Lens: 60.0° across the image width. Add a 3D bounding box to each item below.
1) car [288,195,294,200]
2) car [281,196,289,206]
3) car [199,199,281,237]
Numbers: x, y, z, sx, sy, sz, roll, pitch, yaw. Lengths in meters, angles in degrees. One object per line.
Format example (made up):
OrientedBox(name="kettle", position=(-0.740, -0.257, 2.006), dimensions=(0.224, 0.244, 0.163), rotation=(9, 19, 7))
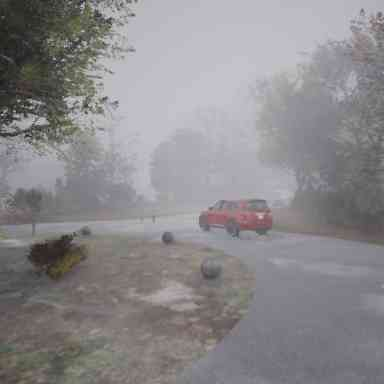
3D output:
OrientedBox(name="car", position=(25.668, 1.534, 86.023), dimensions=(1.837, 1.490, 4.892), rotation=(-1, 2, 21))
OrientedBox(name="car", position=(18.163, 2.115, 68.599), dimensions=(1.895, 1.301, 4.718), rotation=(-1, 0, 25))
OrientedBox(name="car", position=(2.447, 1.440, 19.787), dimensions=(2.150, 2.045, 5.566), rotation=(0, -1, -25))
